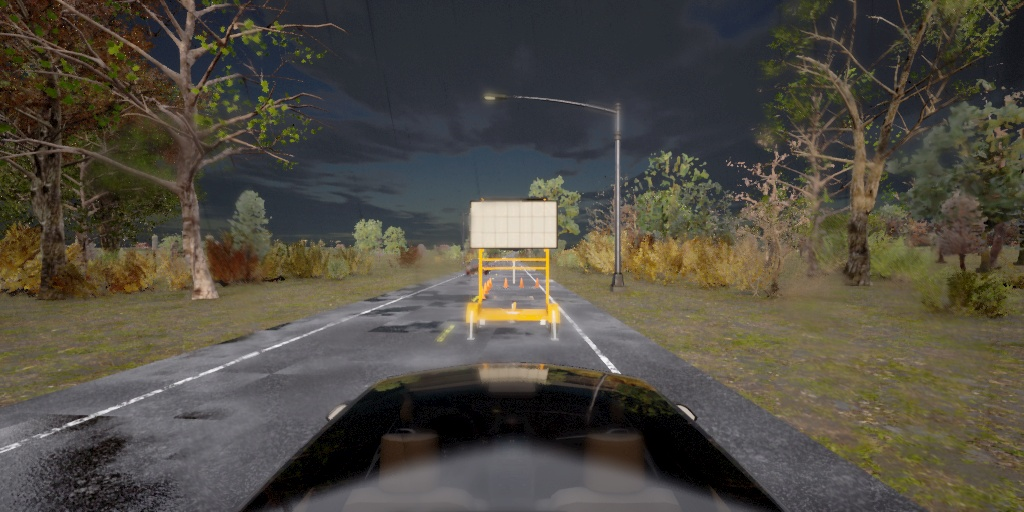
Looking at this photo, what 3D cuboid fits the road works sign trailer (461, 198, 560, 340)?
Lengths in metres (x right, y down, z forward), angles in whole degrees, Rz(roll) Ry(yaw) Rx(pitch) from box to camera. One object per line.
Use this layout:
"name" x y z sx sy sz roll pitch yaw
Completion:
"road works sign trailer" 0.055 0.211 9.930 2.380 3.560 2.880 0 0 2

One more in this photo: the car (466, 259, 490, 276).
"car" -3.410 1.087 36.156 2.097 1.767 4.553 0 0 0
